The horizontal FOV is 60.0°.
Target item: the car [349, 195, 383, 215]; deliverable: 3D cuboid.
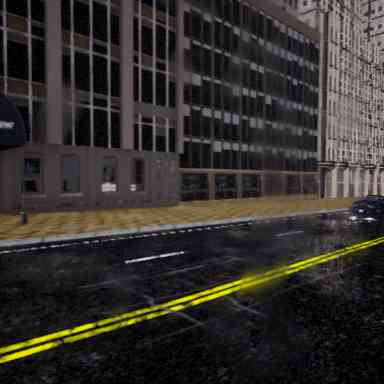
[{"bbox_3d":[14.363,0.964,26.180,5.357,1.411,2.033,-1,2,-42],"label":"car"}]
